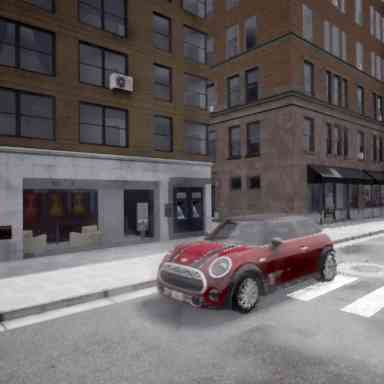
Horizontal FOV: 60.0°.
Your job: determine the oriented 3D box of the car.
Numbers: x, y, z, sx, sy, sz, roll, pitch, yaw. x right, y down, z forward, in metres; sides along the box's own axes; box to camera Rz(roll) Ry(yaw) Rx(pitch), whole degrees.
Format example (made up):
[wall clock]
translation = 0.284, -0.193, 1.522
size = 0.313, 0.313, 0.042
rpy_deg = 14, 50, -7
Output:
[car]
translation = 1.413, 1.330, 7.733
size = 4.553, 1.767, 2.097
rpy_deg = -1, -1, -41
